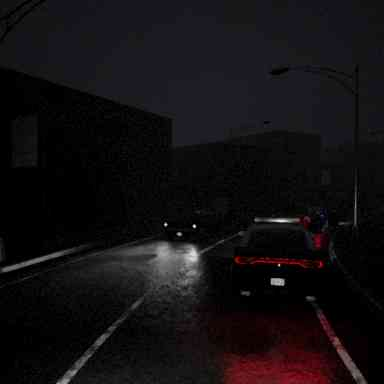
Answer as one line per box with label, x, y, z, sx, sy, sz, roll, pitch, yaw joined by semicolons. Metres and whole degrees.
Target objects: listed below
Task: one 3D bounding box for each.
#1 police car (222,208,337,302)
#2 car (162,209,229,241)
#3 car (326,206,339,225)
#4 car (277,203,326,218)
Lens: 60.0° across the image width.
police car;2.174;1.429;8.548;1.930;1.638;5.238;0;0;14
car;0.333;1.576;16.893;1.895;1.301;4.718;0;0;24
car;8.325;1.559;21.974;1.812;1.442;4.674;1;0;35
car;5.408;1.367;17.151;2.097;1.767;4.553;1;0;27
